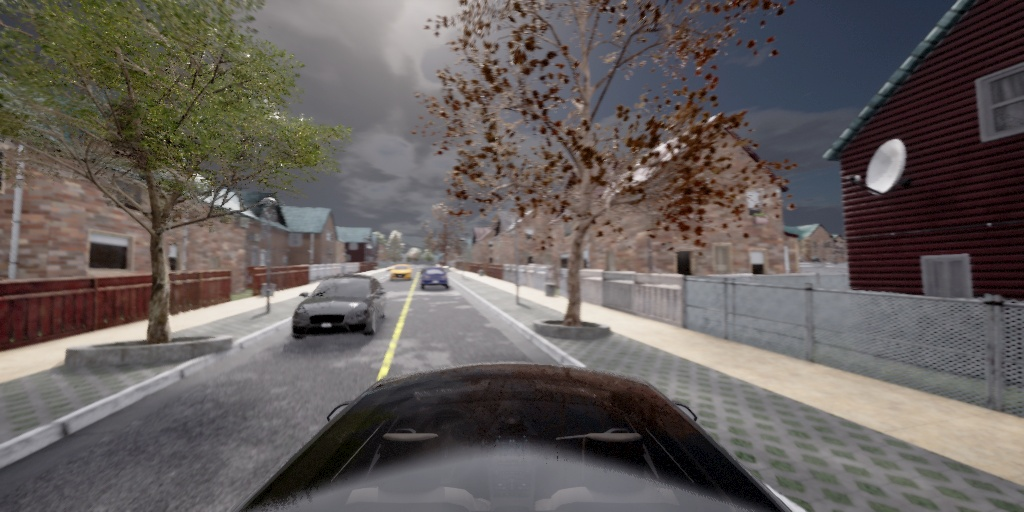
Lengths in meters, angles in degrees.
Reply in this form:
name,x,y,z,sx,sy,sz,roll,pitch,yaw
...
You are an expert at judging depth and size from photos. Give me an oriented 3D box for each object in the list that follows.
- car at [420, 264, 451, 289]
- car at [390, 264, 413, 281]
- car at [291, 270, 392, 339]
name,x,y,z,sx,sy,sz,roll,pitch,yaw
car,-5.482,1.516,25.427,1.812,1.442,4.674,0,-1,-14
car,-10.776,1.565,35.078,1.882,1.535,5.008,0,-1,-14
car,-4.823,1.340,10.573,1.837,1.490,4.892,0,0,-14
